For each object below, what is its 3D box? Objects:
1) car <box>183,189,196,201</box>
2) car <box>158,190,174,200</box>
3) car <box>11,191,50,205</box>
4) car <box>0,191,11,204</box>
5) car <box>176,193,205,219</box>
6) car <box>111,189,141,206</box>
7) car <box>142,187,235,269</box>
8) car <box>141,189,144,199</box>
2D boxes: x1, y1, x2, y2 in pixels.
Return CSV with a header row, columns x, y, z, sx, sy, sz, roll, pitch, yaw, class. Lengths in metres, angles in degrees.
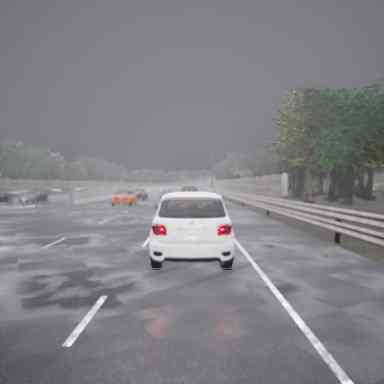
x,y,z,sx,sy,sz,roll,pitch,yaw,class
-0.364,0.429,47.321,1.837,1.490,4.892,0,2,-1,car
-3.947,0.371,51.613,2.033,1.411,5.357,0,1,1,car
-17.916,0.621,37.865,2.128,1.511,4.902,0,1,-1,car
-21.392,0.658,36.136,2.128,1.511,4.902,0,1,-1,car
-0.129,0.930,23.874,1.882,1.535,5.008,0,1,-1,car
-7.195,0.534,35.786,2.097,1.767,4.553,0,1,-1,car
-0.015,0.982,10.343,2.150,2.045,5.566,0,1,0,car
-7.352,0.291,46.434,2.097,1.767,4.553,0,1,0,car
